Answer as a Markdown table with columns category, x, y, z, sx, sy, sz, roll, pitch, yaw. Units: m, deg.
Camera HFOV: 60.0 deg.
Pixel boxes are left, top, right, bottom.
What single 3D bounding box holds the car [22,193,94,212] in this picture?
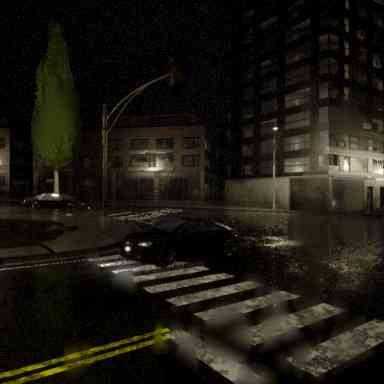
| category | x | y | z | sx | sy | sz | roll | pitch | yaw |
| --- | --- | --- | --- | --- | --- | --- | --- | --- | --- |
| car | -10.581 | 0.787 | 26.271 | 5.357 | 1.411 | 2.033 | 1 | 0 | 11 |

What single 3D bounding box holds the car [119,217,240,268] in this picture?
| category | x | y | z | sx | sy | sz | roll | pitch | yaw |
| --- | --- | --- | --- | --- | --- | --- | --- | --- | --- |
| car | -0.352 | 1.569 | 11.405 | 4.181 | 1.385 | 1.994 | 0 | 0 | -35 |
